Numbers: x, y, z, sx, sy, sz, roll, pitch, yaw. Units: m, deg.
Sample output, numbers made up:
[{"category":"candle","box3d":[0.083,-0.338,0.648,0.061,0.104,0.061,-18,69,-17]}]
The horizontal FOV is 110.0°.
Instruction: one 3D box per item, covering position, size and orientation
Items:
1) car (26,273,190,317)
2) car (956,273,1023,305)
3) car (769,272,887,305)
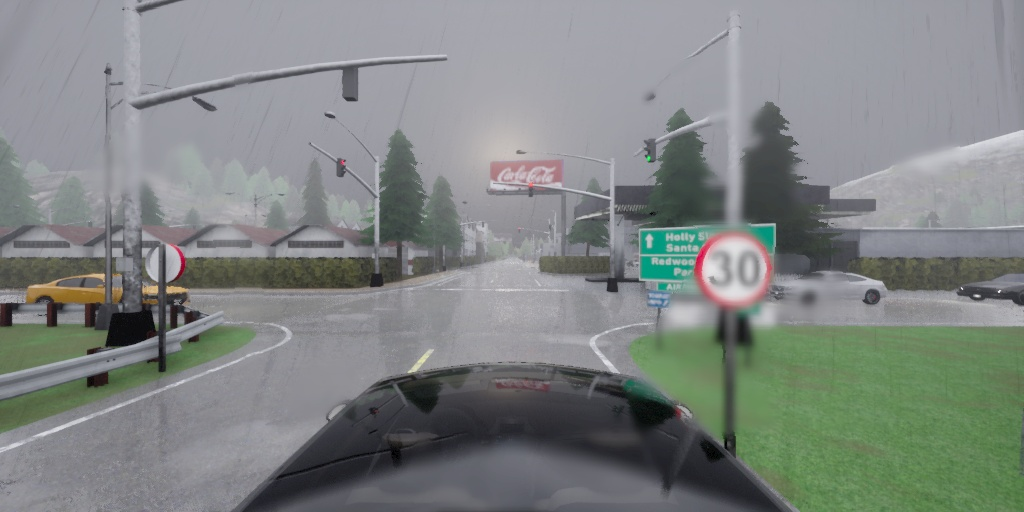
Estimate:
[{"category":"car","box3d":[-15.247,1.419,13.717,5.008,1.535,1.882,0,0,1]},{"category":"car","box3d":[24.512,1.489,16.807,5.357,1.411,2.033,0,0,1]},{"category":"car","box3d":[14.857,1.467,16.935,4.674,1.442,1.812,0,0,0]}]
